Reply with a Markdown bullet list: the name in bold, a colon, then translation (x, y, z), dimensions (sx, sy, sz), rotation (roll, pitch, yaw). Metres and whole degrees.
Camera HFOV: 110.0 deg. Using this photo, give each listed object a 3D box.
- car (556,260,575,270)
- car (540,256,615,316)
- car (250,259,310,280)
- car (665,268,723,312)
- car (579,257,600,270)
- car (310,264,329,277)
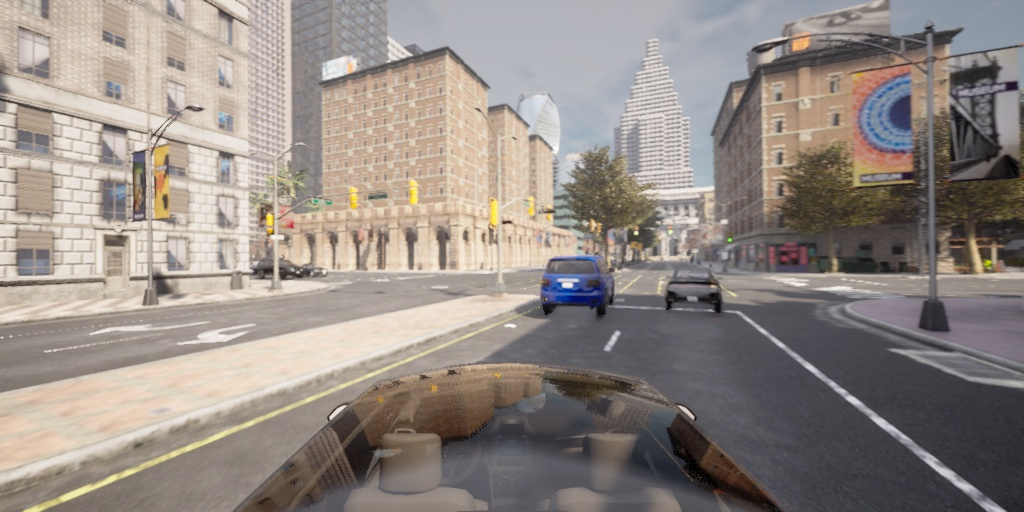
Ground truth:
- **car**: translation (8.502, 1.443, 56.647), dimensions (1.837, 1.490, 4.892), rotation (-1, 0, 24)
- **car**: translation (2.664, 1.007, 13.821), dimensions (2.150, 2.045, 5.566), rotation (-1, 0, 20)
- **car**: translation (-24.594, 1.384, 37.993), dimensions (5.566, 2.045, 2.150), rotation (-1, 0, 23)
- **car**: translation (7.260, 1.236, 14.381), dimensions (2.128, 1.511, 4.902), rotation (-1, 0, 27)
- **car**: translation (12.281, 1.123, 56.586), dimensions (2.150, 2.045, 5.566), rotation (-1, 0, 23)
- **car**: translation (-23.350, 1.659, 41.287), dimensions (4.902, 1.511, 2.128), rotation (-1, 0, 23)
